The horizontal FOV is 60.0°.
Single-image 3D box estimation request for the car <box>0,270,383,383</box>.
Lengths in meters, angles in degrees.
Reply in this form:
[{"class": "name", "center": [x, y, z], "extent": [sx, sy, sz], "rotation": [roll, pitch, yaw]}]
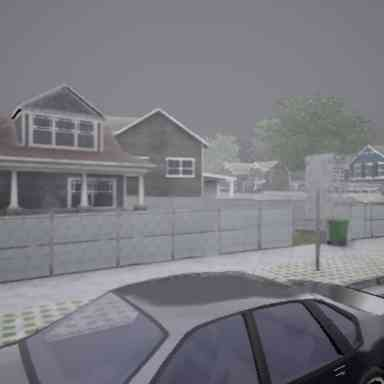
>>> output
[{"class": "car", "center": [-0.037, 1.526, 2.875], "extent": [5.357, 1.411, 2.033], "rotation": [0, 0, -34]}]
